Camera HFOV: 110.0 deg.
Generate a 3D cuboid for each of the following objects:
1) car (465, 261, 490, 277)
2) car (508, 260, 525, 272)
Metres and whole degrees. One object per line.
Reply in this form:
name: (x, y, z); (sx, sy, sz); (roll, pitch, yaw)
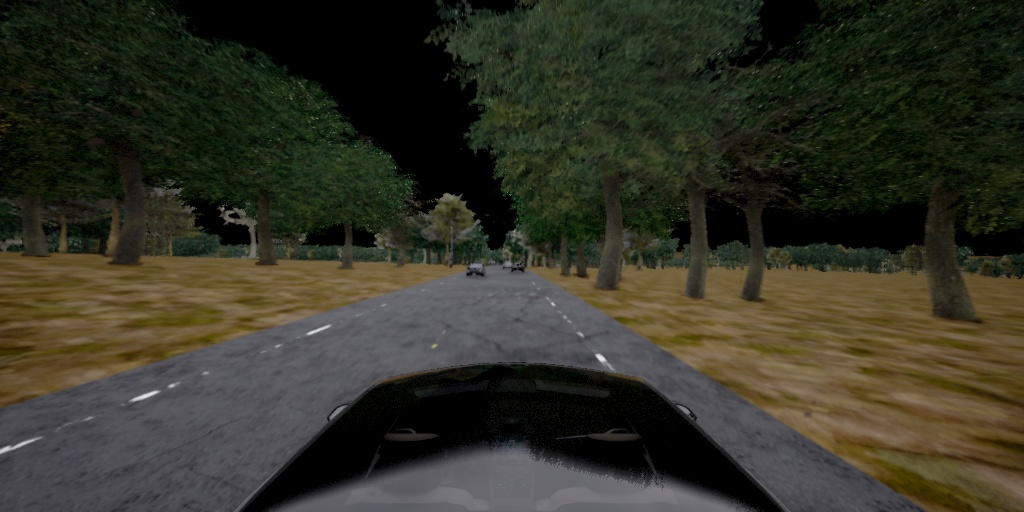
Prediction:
car: (-3.786, 1.482, 38.396); (2.033, 1.411, 5.357); (0, -1, 0)
car: (0.801, 1.595, 52.339); (1.837, 1.490, 4.892); (0, -1, -1)
